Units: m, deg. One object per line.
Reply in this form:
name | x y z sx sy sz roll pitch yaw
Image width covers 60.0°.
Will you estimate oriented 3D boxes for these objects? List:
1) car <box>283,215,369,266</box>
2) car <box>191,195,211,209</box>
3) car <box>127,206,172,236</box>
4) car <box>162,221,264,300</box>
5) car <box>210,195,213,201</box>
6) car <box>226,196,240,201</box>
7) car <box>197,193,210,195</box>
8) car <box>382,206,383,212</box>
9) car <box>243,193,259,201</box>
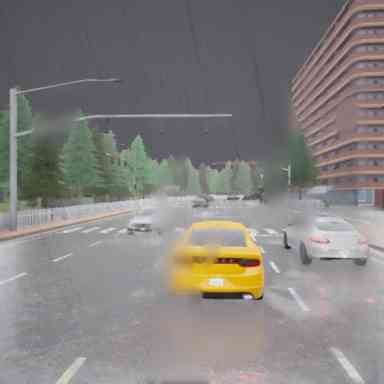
car | 4.436 1.526 11.521 1.812 1.442 4.674 0 0 5
car | 1.037 1.532 45.646 1.812 1.442 4.674 0 0 -6
car | -2.197 1.525 18.427 1.812 1.442 4.674 0 0 5
car | 0.657 1.478 8.488 1.882 1.535 5.008 0 0 5
car | 3.552 1.355 78.100 2.097 1.767 4.553 0 0 13
car | 10.745 1.595 86.306 1.895 1.301 4.718 0 0 31
car | 1.963 1.225 67.889 2.150 2.045 5.566 0 0 5
car | 22.452 1.560 34.514 4.892 1.490 1.837 0 0 5
car | 14.964 1.500 86.475 1.837 1.490 4.892 0 0 34
